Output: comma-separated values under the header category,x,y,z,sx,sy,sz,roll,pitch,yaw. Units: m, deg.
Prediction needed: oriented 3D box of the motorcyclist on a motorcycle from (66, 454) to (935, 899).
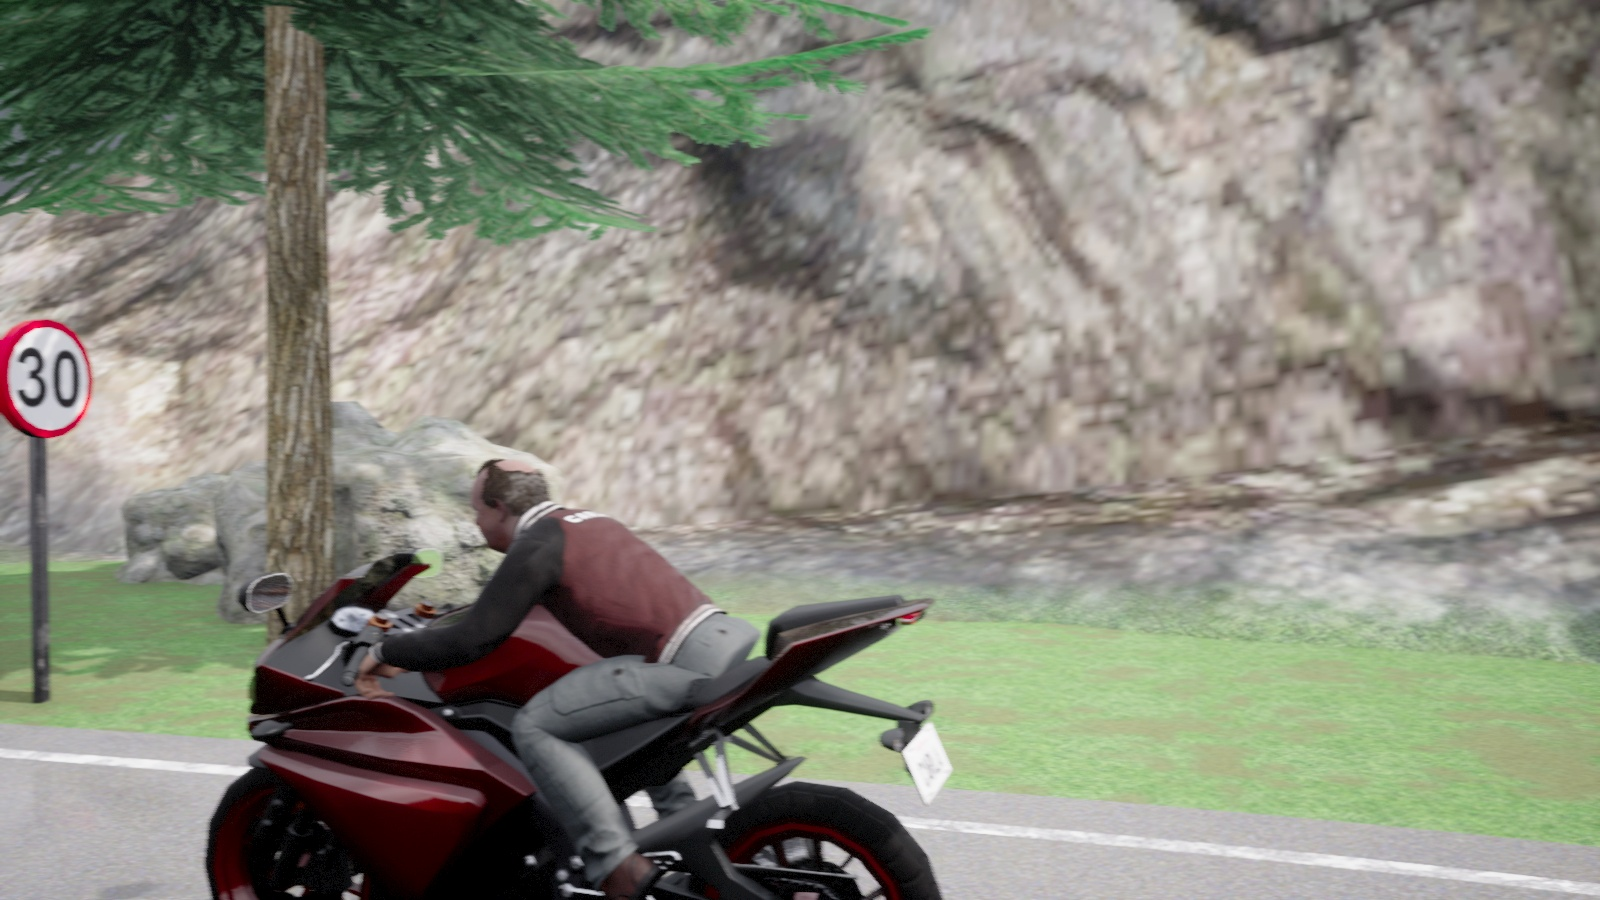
category,x,y,z,sx,sy,sz,roll,pitch,yaw
motorcyclist on a motorcycle,-0.796,0.796,3.476,2.191,1.530,0.866,0,1,17
